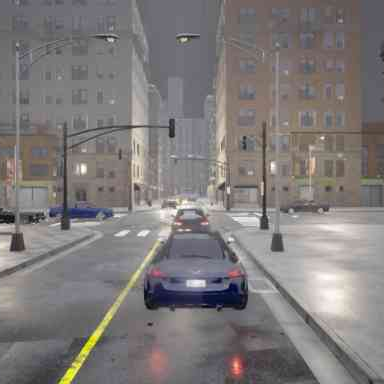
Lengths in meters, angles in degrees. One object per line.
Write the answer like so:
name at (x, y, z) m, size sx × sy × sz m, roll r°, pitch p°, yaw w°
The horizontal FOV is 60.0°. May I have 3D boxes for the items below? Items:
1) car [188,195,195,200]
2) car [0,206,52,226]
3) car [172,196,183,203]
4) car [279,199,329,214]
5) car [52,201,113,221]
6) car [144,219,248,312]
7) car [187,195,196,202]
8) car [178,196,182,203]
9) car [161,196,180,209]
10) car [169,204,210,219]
car at (-0.104, 1.484, 86.349) m, size 1.895 × 1.301 × 4.718 m, roll 0°, pitch 0°, yaw 0°
car at (-12.705, 1.642, 23.129) m, size 4.718 × 1.301 × 1.895 m, roll 0°, pitch 0°, yaw 2°
car at (-3.051, 1.589, 69.344) m, size 2.033 × 1.411 × 5.357 m, roll 0°, pitch 0°, yaw 0°
car at (11.161, 1.449, 33.318) m, size 4.892 × 1.490 × 1.837 m, roll 0°, pitch 0°, yaw 0°
car at (-8.937, 1.503, 26.951) m, size 5.008 × 1.535 × 1.882 m, roll 0°, pitch 0°, yaw -7°
car at (0.084, 1.564, 7.807) m, size 1.994 × 1.385 × 4.181 m, roll 0°, pitch 0°, yaw 0°
car at (-0.071, 1.565, 75.898) m, size 2.128 × 1.511 × 4.902 m, roll 0°, pitch 0°, yaw 0°
car at (-3.097, 1.506, 56.566) m, size 1.882 × 1.535 × 5.008 m, roll 0°, pitch 0°, yaw 0°
car at (-3.072, 1.617, 44.848) m, size 1.895 × 1.301 × 4.718 m, roll 0°, pitch 0°, yaw 0°
car at (-0.085, 1.525, 16.551) m, size 1.812 × 1.442 × 4.674 m, roll 0°, pitch 0°, yaw -1°
